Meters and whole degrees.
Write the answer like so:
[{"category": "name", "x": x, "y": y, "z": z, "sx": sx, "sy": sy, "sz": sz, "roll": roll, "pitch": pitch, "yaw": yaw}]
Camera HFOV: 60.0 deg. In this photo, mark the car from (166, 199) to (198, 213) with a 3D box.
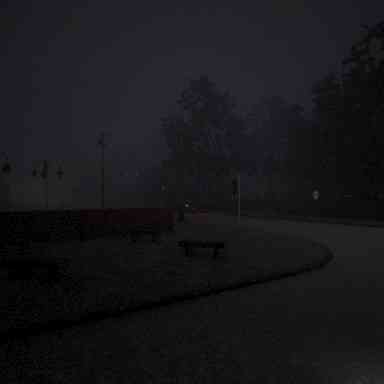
[{"category": "car", "x": -1.150, "y": 1.526, "z": 35.698, "sx": 1.812, "sy": 1.442, "sz": 4.674, "roll": 0, "pitch": 0, "yaw": -35}]
